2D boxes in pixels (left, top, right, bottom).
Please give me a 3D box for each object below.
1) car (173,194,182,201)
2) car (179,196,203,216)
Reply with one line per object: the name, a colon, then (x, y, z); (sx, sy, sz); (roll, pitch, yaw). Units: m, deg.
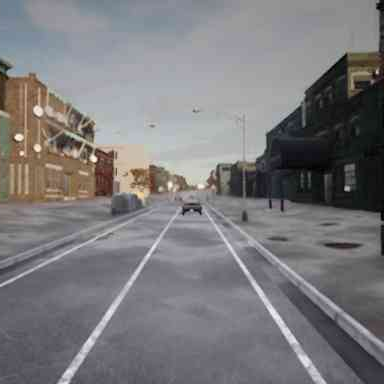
car: (-3.022, 1.275, 74.285); (1.837, 1.490, 4.892); (0, 0, 0)
car: (-0.008, 1.417, 31.339); (1.837, 1.490, 4.892); (0, -1, 0)
